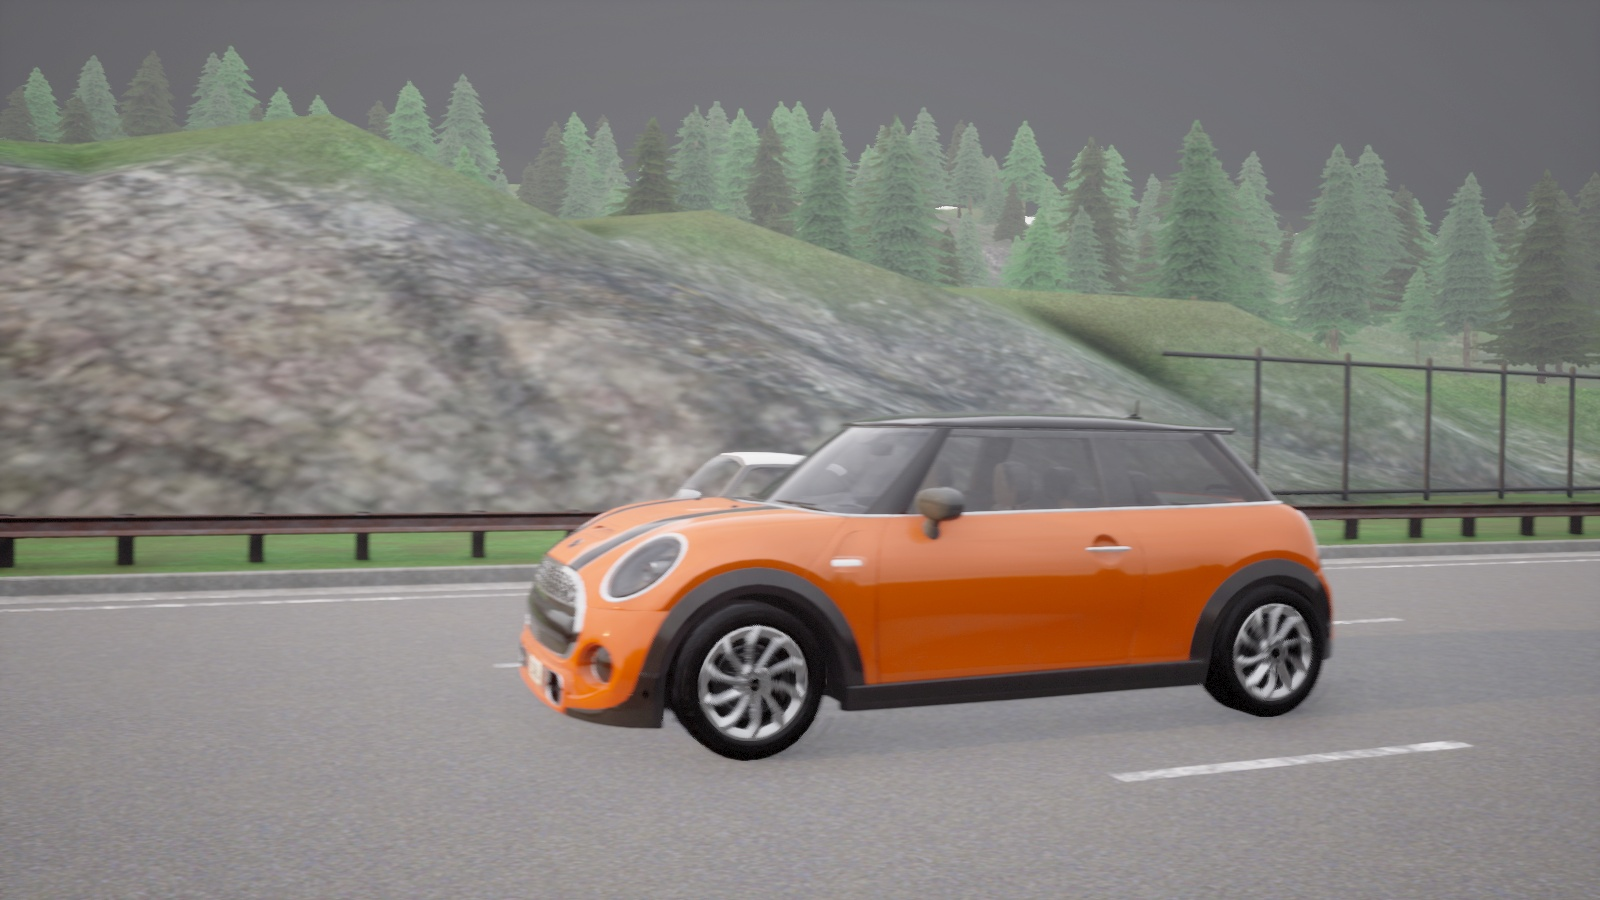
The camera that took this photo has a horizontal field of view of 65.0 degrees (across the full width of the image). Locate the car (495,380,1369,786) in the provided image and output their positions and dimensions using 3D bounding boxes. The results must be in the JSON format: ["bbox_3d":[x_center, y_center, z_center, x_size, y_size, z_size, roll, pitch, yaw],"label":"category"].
[{"bbox_3d":[0.706,0.548,7.250,4.553,1.767,2.097,-1,1,-21],"label":"car"}]

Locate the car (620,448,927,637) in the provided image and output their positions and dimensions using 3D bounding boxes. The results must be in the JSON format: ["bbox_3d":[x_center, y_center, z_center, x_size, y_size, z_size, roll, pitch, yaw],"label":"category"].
[{"bbox_3d":[-0.262,0.703,10.629,2.207,1.376,1.481,-1,1,-21],"label":"car"}]
